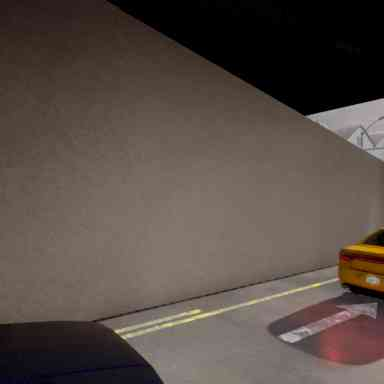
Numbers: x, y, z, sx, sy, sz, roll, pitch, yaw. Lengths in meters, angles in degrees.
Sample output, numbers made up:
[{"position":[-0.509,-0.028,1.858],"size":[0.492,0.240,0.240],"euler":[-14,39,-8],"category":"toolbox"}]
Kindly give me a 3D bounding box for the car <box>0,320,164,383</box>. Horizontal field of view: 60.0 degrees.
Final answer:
[{"position":[-2.732,1.547,1.835],"size":[5.357,1.411,2.033],"euler":[0,0,-35],"category":"car"}]

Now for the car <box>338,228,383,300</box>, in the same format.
[{"position":[5.364,1.478,7.585],"size":[5.008,1.535,1.882],"euler":[0,0,-35],"category":"car"}]
